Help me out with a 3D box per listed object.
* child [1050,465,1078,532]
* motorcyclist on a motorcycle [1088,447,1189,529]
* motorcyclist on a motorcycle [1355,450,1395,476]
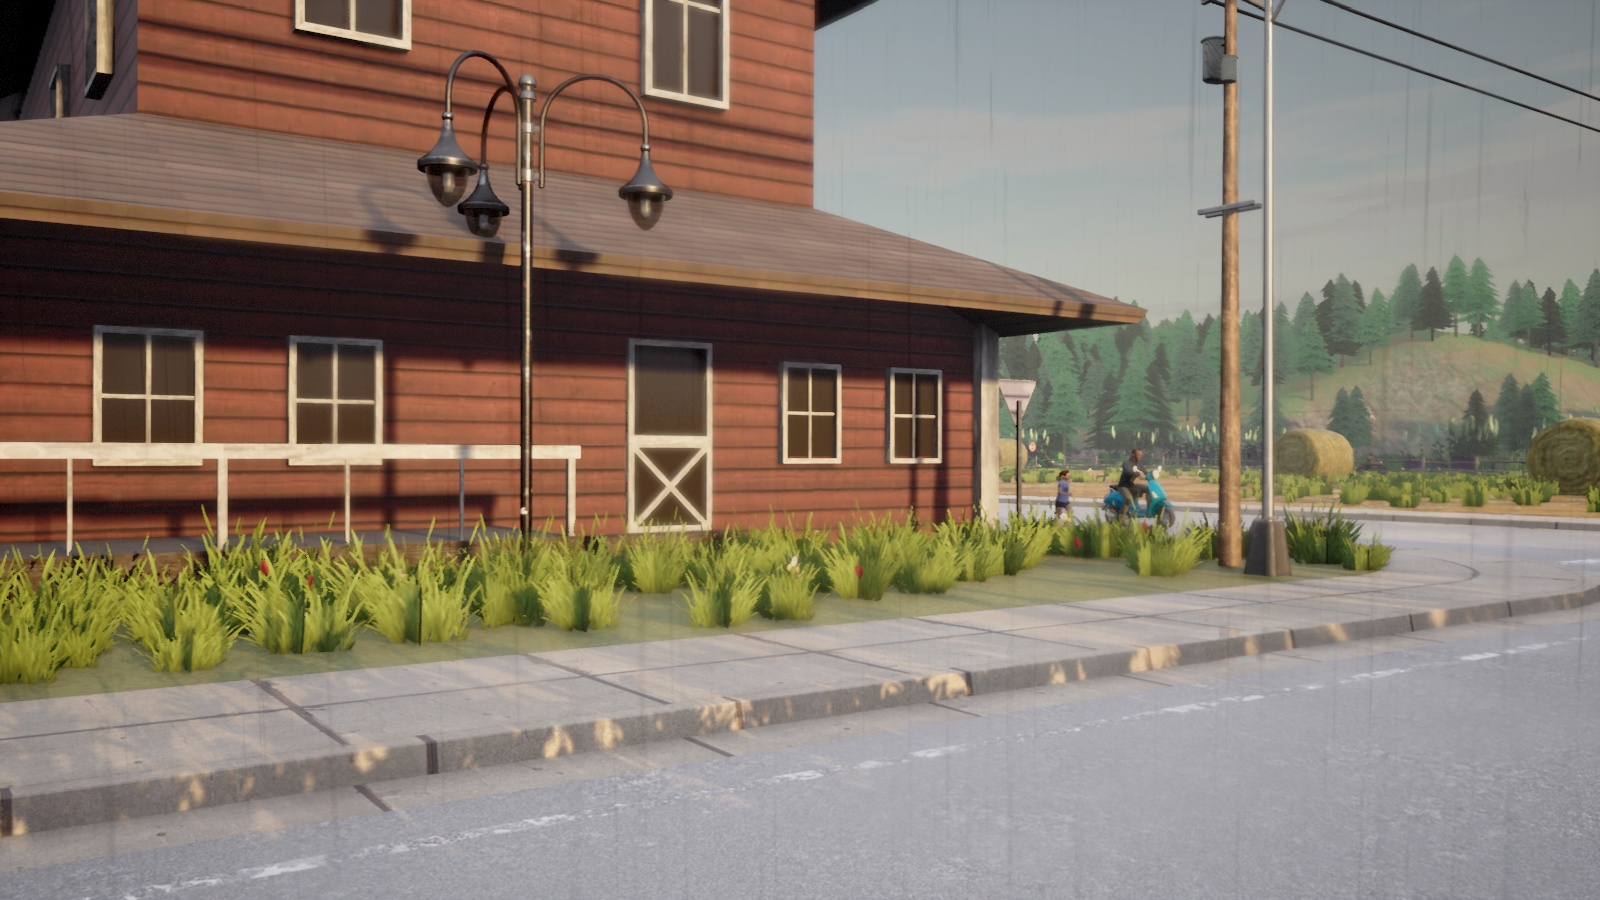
[{"bbox_3d":[4.452,0.812,21.189,0.255,1.110,0.394,0,0,-38],"label":"child"},{"bbox_3d":[6.801,0.731,25.304,0.866,1.590,1.817,0,0,-36],"label":"motorcyclist on a motorcycle"},{"bbox_3d":[37.670,0.829,82.240,0.766,1.649,2.350,0,0,-32],"label":"motorcyclist on a motorcycle"}]
